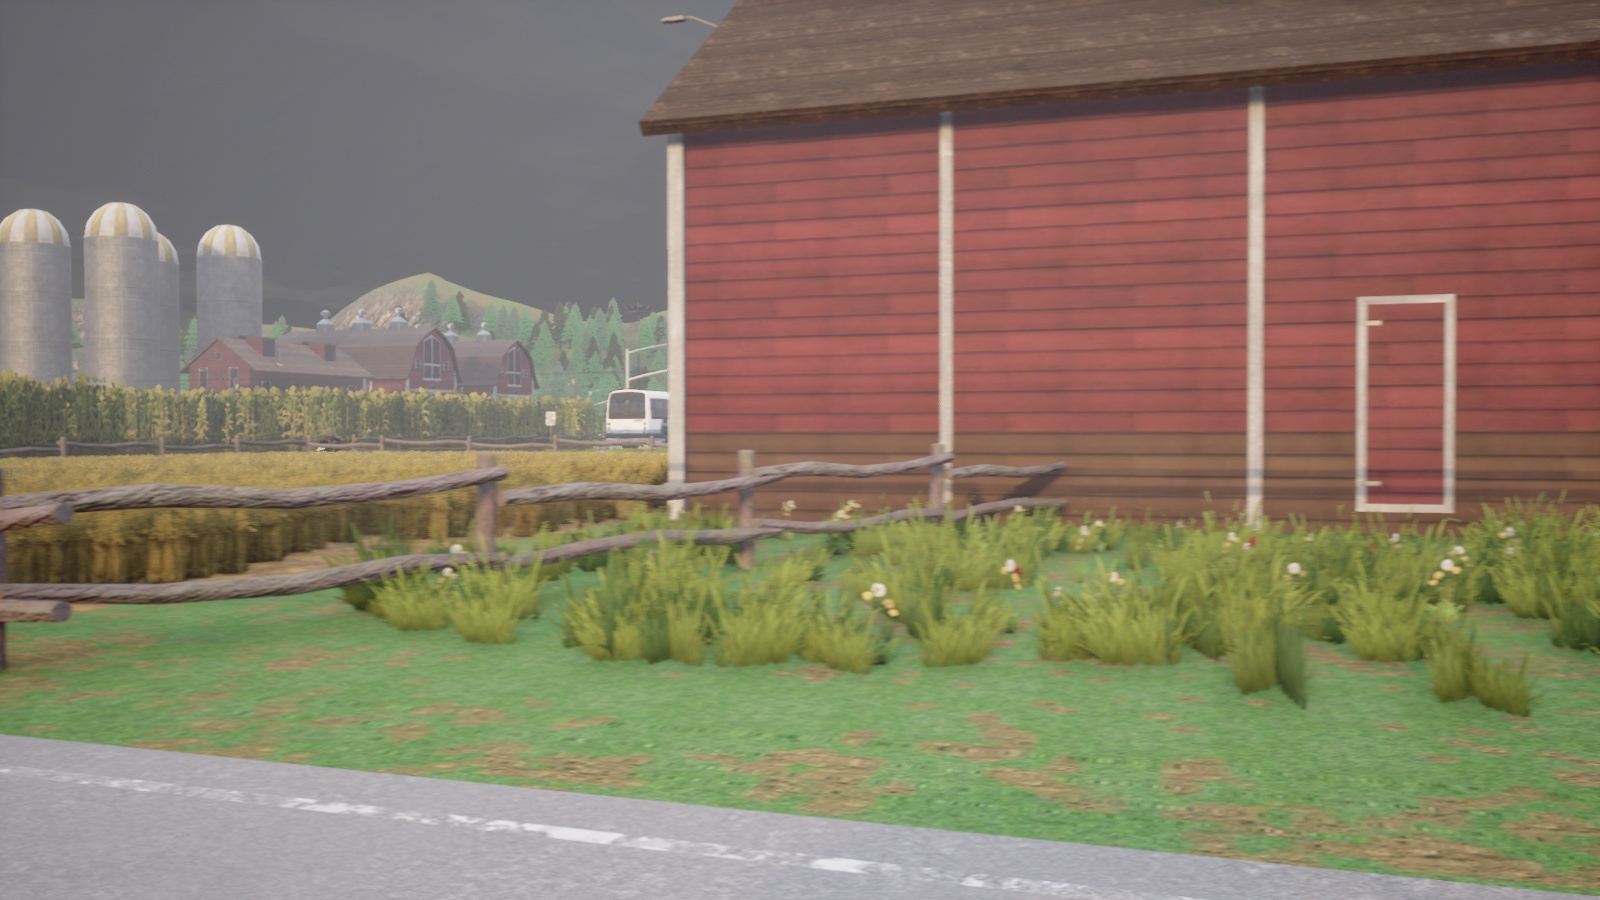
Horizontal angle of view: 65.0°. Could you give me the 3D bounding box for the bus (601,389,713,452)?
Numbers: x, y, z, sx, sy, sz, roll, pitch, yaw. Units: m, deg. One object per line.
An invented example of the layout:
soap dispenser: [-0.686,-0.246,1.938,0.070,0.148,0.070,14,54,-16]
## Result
bus: [-10.018,-2.080,89.773,3.944,4.253,10.273,1,1,18]

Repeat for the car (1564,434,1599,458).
car: [51.741,-0.240,80.601,4.193,1.474,1.816,0,2,8]
